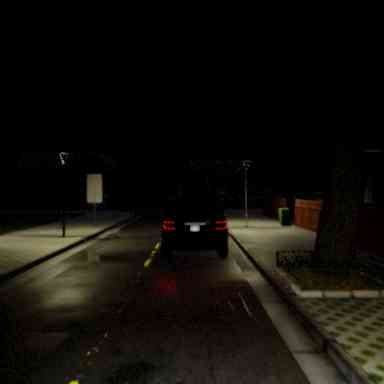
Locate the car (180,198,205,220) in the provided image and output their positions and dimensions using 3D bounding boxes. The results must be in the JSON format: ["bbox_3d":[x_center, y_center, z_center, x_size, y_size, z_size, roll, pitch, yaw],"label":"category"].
[{"bbox_3d":[-0.056,1.324,27.194,1.837,1.490,4.892,0,0,-2],"label":"car"}]

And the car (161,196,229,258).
[{"bbox_3d":[0.097,1.142,12.489,2.150,2.045,5.566,0,1,0],"label":"car"}]
